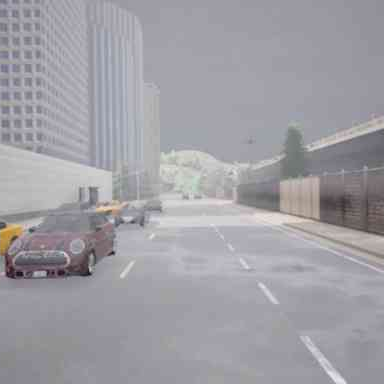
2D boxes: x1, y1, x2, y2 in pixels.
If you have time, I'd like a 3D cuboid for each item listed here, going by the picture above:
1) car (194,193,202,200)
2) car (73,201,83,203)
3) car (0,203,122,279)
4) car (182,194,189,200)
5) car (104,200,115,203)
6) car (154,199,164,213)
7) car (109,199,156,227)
[{"bbox_3d":[1.726,1.299,92.682,1.882,1.535,5.008,-1,0,-1],"label":"car"},{"bbox_3d":[-7.466,1.458,20.756,2.097,1.767,4.553,-1,0,-1],"label":"car"},{"bbox_3d":[-3.767,1.407,10.370,2.097,1.767,4.553,-1,0,-1],"label":"car"},{"bbox_3d":[-1.773,1.363,92.613,1.882,1.535,5.008,-1,0,-1],"label":"car"},{"bbox_3d":[-7.660,1.569,32.038,1.882,1.535,5.008,-1,0,-1],"label":"car"},{"bbox_3d":[-4.223,1.527,37.246,1.837,1.490,4.892,-1,0,-1],"label":"car"},{"bbox_3d":[-4.005,1.532,22.950,2.128,1.511,4.902,-1,0,-1],"label":"car"}]
